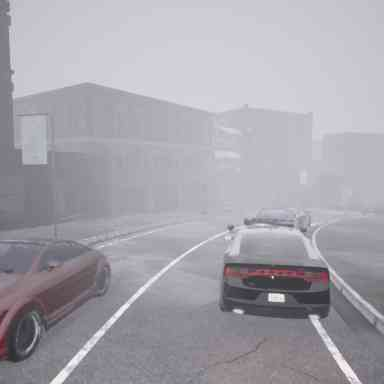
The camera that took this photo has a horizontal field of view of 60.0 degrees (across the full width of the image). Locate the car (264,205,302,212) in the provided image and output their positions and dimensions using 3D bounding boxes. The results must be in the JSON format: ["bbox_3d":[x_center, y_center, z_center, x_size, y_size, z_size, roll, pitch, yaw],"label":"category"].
[{"bbox_3d":[4.254,1.520,16.688,1.882,1.535,5.008,2,0,21],"label":"car"}]

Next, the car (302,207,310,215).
[{"bbox_3d":[6.613,1.612,21.858,1.812,1.442,4.674,2,1,28],"label":"car"}]

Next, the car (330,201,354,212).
[{"bbox_3d":[20.287,1.850,43.387,5.357,1.411,2.033,2,3,-33],"label":"car"}]

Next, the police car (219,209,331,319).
[{"bbox_3d":[1.743,1.433,7.673,1.930,1.638,5.238,1,0,10],"label":"police car"}]

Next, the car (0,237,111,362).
[{"bbox_3d":[-2.996,1.531,5.821,1.994,1.385,4.181,0,0,8],"label":"car"}]

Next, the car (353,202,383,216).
[{"bbox_3d":[22.469,2.105,40.392,5.357,1.411,2.033,2,3,-32],"label":"car"}]
